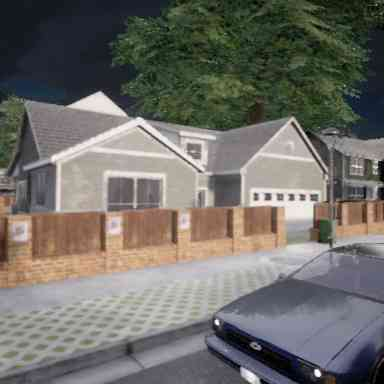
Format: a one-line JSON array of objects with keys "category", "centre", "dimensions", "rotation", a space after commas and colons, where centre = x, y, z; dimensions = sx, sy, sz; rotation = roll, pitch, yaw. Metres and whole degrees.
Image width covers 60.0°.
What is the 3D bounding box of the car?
[{"category": "car", "centre": [2.790, 1.546, 5.003], "dimensions": [5.357, 1.411, 2.033], "rotation": [0, 0, -35]}]
